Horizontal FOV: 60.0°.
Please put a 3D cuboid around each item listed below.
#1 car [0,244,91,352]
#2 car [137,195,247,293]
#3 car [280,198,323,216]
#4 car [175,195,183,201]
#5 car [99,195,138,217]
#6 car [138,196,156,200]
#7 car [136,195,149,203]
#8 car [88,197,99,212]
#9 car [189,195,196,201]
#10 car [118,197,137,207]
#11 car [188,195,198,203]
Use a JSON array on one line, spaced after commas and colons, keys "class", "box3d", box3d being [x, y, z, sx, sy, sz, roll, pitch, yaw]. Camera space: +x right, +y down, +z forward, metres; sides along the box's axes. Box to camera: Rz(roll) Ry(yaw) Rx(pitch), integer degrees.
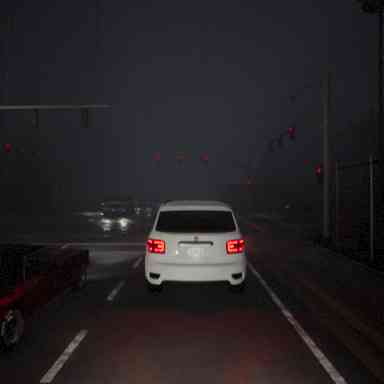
[{"class": "car", "box3d": [-3.430, 1.605, 6.109, 1.895, 1.301, 4.718, 0, 0, 1]}, {"class": "car", "box3d": [0.092, 1.227, 9.033, 2.150, 2.045, 5.566, 0, 0, 0]}, {"class": "car", "box3d": [11.020, 1.428, 32.612, 4.553, 1.767, 2.097, 0, 0, 0]}, {"class": "car", "box3d": [-3.316, 1.593, 85.973, 2.033, 1.411, 5.357, 0, 0, 0]}, {"class": "car", "box3d": [-7.033, 1.278, 32.506, 2.150, 2.045, 5.566, 0, 0, 0]}, {"class": "car", "box3d": [-6.990, 1.535, 49.604, 1.837, 1.490, 4.892, 0, 0, 0]}, {"class": "car", "box3d": [-10.350, 1.521, 69.961, 1.882, 1.535, 5.008, 0, 0, 0]}, {"class": "car", "box3d": [-10.842, 1.382, 40.114, 2.097, 1.767, 4.553, 0, 0, 5]}, {"class": "car", "box3d": [0.185, 1.577, 86.088, 1.812, 1.442, 4.674, 0, 0, 0]}, {"class": "car", "box3d": [-10.474, 1.581, 54.558, 2.033, 1.411, 5.357, 0, 0, 0]}, {"class": "car", "box3d": [0.168, 1.570, 75.686, 2.128, 1.511, 4.902, 0, 0, 0]}]
